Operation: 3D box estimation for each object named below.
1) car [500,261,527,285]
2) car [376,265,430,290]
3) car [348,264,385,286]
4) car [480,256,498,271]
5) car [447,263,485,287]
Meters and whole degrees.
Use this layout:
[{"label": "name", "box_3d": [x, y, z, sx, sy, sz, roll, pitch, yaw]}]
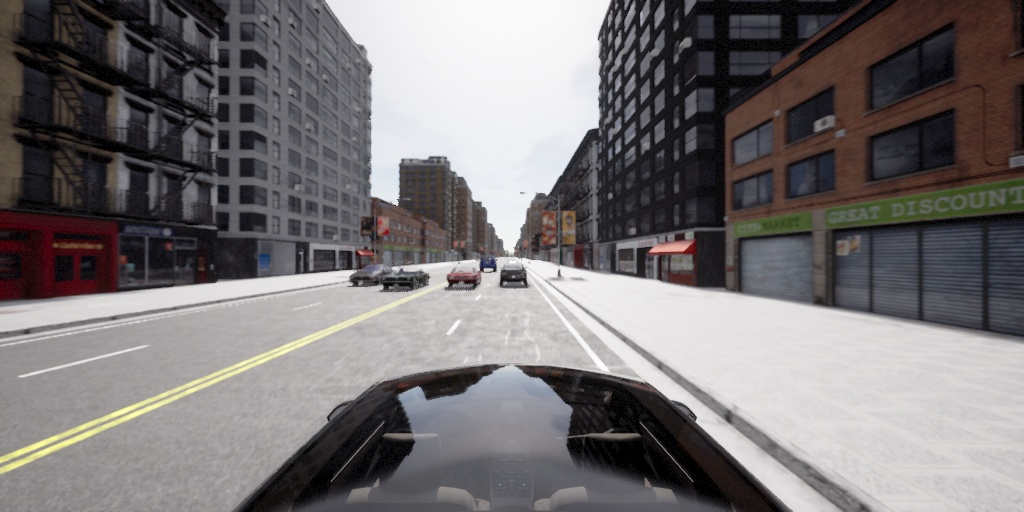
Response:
[{"label": "car", "box_3d": [0.106, 1.236, 26.434, 1.882, 1.535, 5.008, 0, 0, 0]}, {"label": "car", "box_3d": [-6.584, 1.357, 22.597, 1.895, 1.301, 4.718, 0, 0, 0]}, {"label": "car", "box_3d": [-9.819, 1.305, 26.020, 2.033, 1.411, 5.357, 0, 0, 0]}, {"label": "car", "box_3d": [-3.141, 0.988, 48.094, 2.150, 2.045, 5.566, 0, 0, 0]}, {"label": "car", "box_3d": [-3.146, 1.358, 24.534, 1.895, 1.301, 4.718, 0, 0, 0]}]
